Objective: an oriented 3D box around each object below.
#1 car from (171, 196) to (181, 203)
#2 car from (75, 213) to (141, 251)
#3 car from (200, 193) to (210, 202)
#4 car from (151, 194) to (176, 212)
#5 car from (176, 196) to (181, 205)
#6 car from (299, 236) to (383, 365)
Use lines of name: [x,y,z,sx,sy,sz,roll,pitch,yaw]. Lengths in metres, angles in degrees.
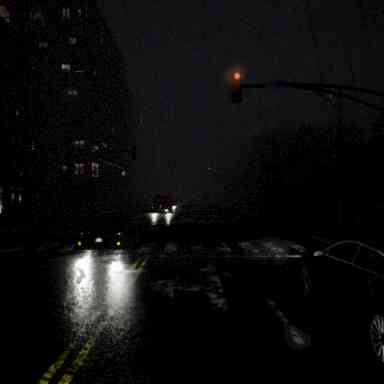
car: [-3.365,1.569,69.791,1.994,1.385,4.181,0,0,0]
car: [-3.379,1.573,14.045,1.994,1.385,4.181,0,-1,0]
car: [3.123,1.258,78.186,2.150,2.045,5.566,0,0,0]
car: [-3.413,1.226,38.868,2.150,2.045,5.566,0,0,0]
car: [-3.430,1.506,54.877,2.128,1.511,4.902,0,0,0]
car: [3.341,1.491,5.654,2.128,1.511,4.902,0,0,0]
